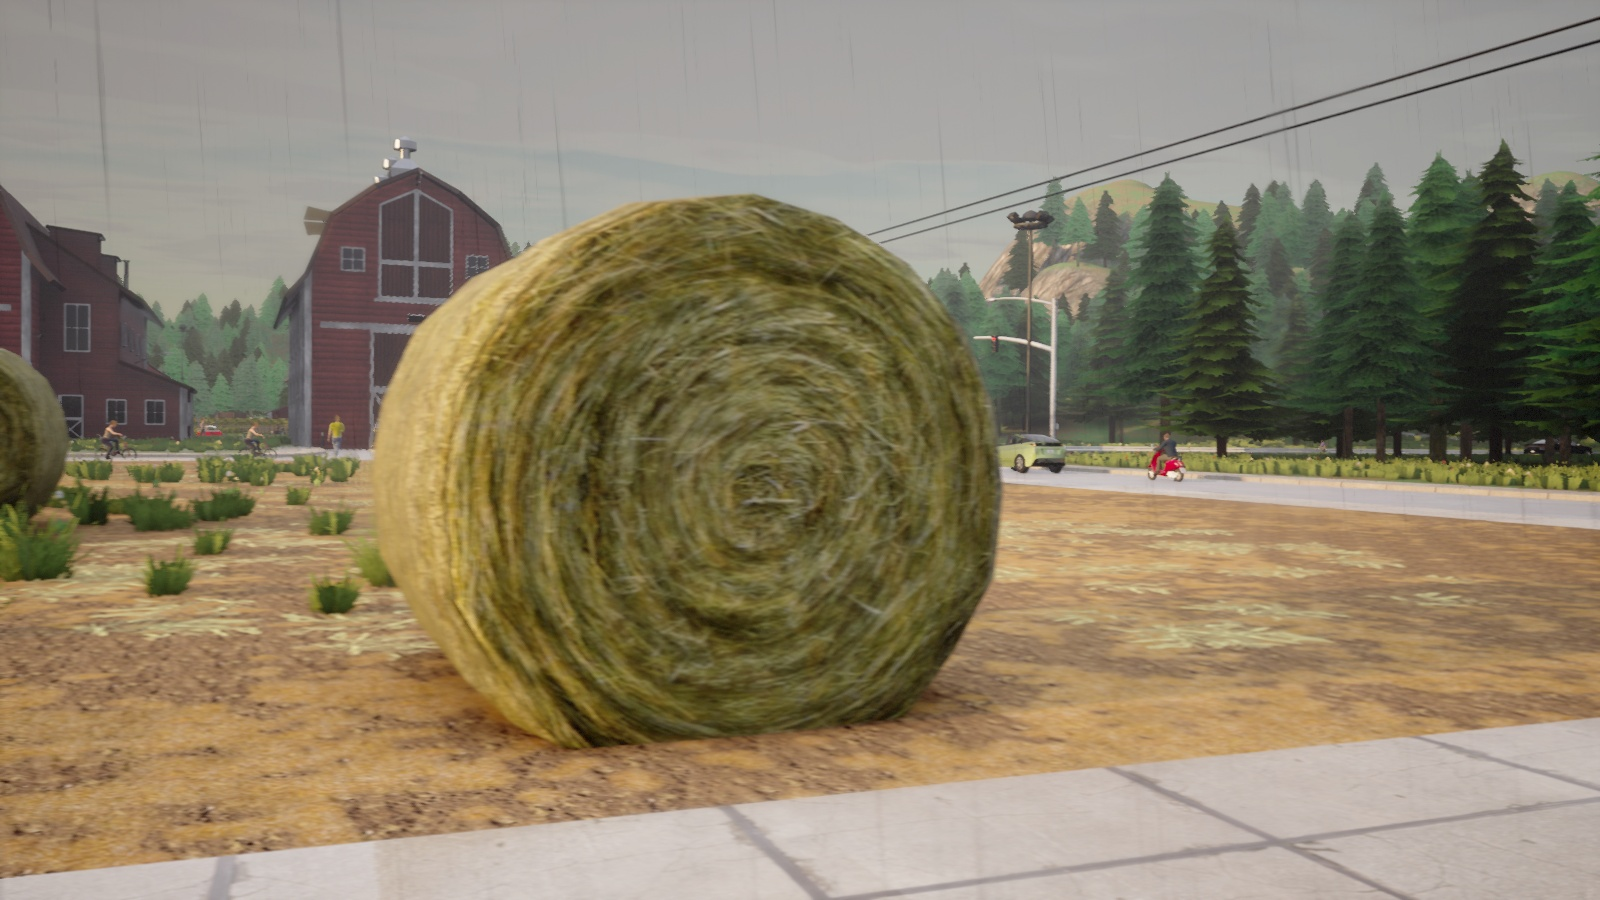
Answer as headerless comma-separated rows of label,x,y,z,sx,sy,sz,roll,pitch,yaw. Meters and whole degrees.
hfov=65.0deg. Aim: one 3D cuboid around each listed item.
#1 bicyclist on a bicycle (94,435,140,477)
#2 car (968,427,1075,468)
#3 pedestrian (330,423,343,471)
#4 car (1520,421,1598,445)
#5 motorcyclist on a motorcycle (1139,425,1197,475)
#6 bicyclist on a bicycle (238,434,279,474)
bicyclist on a bicycle,-26.856,0.230,49.373,1.509,1.612,0.866,-1,1,-25
car,8.660,-0.120,49.529,2.007,1.525,4.514,-1,1,-24
pedestrian,-17.808,-0.125,48.257,0.354,1.836,0.706,-1,1,-11
car,50.946,-1.139,84.324,5.008,1.535,1.882,-1,1,-22
motorcyclist on a motorcycle,12.154,-0.021,41.524,0.866,1.590,1.817,-1,1,-24
bicyclist on a bicycle,-22.209,0.145,51.506,1.509,1.612,0.866,-1,1,-24
